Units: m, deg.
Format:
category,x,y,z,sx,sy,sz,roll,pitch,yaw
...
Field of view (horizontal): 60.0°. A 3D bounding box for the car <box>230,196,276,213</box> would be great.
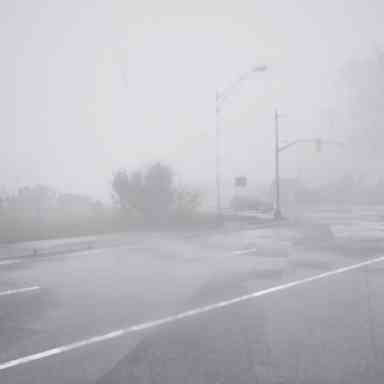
category,x,y,z,sx,sy,sz,roll,pitch,yaw
car,5.675,1.105,30.389,2.128,1.511,4.902,-1,2,-39
